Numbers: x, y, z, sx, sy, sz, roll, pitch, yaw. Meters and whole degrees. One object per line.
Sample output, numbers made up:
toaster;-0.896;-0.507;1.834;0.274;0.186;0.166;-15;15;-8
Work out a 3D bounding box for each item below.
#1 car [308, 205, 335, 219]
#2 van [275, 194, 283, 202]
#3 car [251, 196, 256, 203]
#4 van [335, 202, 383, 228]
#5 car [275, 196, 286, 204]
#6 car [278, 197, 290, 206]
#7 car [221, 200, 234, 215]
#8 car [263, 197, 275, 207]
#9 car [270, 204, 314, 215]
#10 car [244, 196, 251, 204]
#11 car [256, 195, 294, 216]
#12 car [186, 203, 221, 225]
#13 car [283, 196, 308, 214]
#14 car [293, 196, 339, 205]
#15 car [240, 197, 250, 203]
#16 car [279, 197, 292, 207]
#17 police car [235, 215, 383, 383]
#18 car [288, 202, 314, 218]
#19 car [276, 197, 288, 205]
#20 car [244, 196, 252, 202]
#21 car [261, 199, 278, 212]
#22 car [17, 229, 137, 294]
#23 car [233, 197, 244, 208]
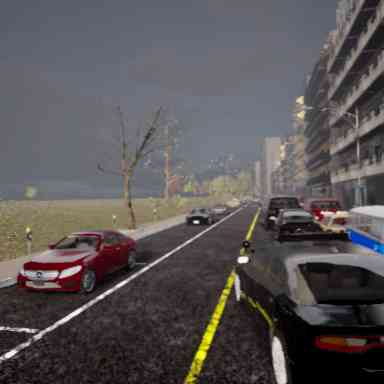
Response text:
car;6.167;1.480;13.803;1.752;1.417;4.829;-1;0;12
van;20.811;1.502;79.964;1.690;1.788;3.998;-1;0;12
car;14.913;1.659;77.952;2.097;1.767;4.553;-2;-1;12
van;4.903;1.279;8.111;1.690;1.788;3.998;-1;0;12
car;18.365;1.566;68.909;1.967;1.590;4.097;-1;0;12
car;15.956;1.616;58.020;1.752;1.417;4.829;-1;0;12
car;3.217;1.833;36.914;1.802;1.307;4.206;-1;0;12
car;12.843;1.684;55.863;1.812;1.442;4.674;-2;-1;12
car;4.652;1.515;15.055;1.837;1.490;4.892;-2;-1;12
car;11.771;1.924;75.556;2.008;1.369;4.403;-1;0;12
car;5.495;1.259;20.952;2.150;2.045;5.566;-2;-1;7
car;0.772;1.784;25.873;1.947;1.339;4.313;-1;0;12
car;11.021;1.336;35.747;2.192;1.841;5.009;-1;0;12
car;7.350;1.286;19.166;2.192;1.841;5.009;-1;0;12
car;12.993;1.942;81.076;2.008;1.369;4.403;-1;0;12
car;14.732;1.599;52.493;1.752;1.417;4.829;-1;0;12
police car;1.855;1.423;5.282;1.930;1.638;5.238;-2;-1;-1
car;9.802;1.586;30.218;1.802;1.307;4.206;-1;0;12
car;17.143;1.659;63.381;2.008;1.369;4.403;-1;0;12
car;15.436;1.868;92.117;1.967;1.590;4.097;-1;0;12
car;9.932;1.664;42.637;2.033;1.411;5.357;-2;-1;13
car;-2.894;1.750;9.312;1.802;1.307;4.206;-1;0;12
car;6.845;1.828;53.309;1.752;1.417;4.829;-1;0;12
